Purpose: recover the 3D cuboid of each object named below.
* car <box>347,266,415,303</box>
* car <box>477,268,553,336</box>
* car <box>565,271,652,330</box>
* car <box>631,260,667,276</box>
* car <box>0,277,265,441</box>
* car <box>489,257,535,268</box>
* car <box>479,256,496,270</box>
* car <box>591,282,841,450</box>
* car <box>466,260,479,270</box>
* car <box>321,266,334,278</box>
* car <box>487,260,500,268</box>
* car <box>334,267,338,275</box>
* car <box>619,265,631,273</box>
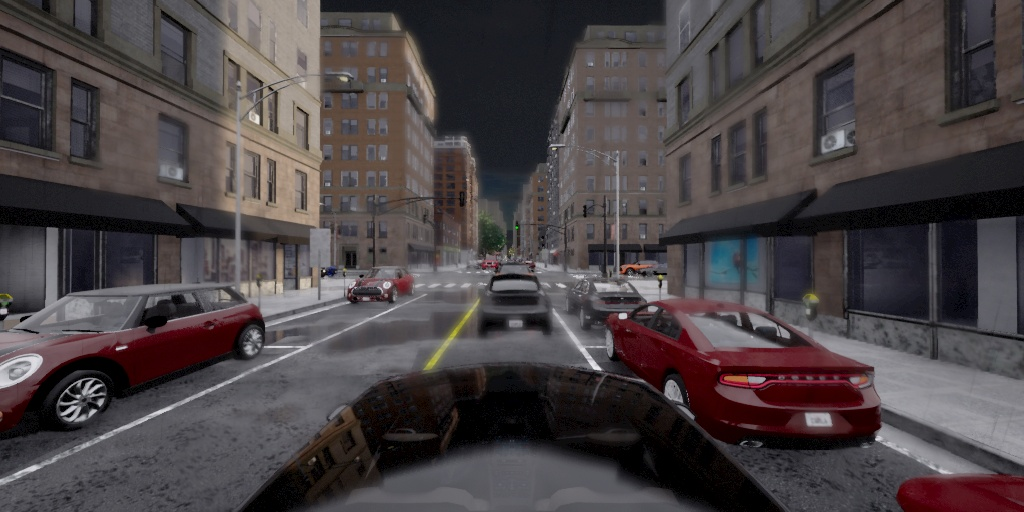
[{"bbox_3d":[-5.834,1.195,16.348,1.967,1.591,4.097,0,0,0],"label":"car"},{"bbox_3d":[0.056,1.258,10.398,1.837,1.490,4.892,0,0,-1],"label":"car"},{"bbox_3d":[2.683,1.303,10.846,2.007,1.370,4.403,0,0,0],"label":"car"},{"bbox_3d":[15.191,1.395,35.961,5.357,1.411,2.033,0,0,0],"label":"car"},{"bbox_3d":[-5.852,1.190,5.361,1.967,1.591,4.097,0,0,0],"label":"car"},{"bbox_3d":[0.110,1.108,18.801,2.097,1.767,4.553,0,0,0],"label":"car"},{"bbox_3d":[-3.131,1.013,52.607,2.150,2.045,5.566,0,0,0],"label":"car"},{"bbox_3d":[2.675,1.296,5.355,1.888,1.381,4.507,0,0,0],"label":"car"},{"bbox_3d":[-5.906,1.345,54.709,2.007,1.370,4.403,0,0,0],"label":"car"},{"bbox_3d":[-18.019,0.869,29.117,5.566,2.045,2.150,0,0,0],"label":"car"},{"bbox_3d":[-3.186,1.360,62.936,2.033,1.411,5.357,0,0,0],"label":"car"},{"bbox_3d":[-18.409,1.150,32.372,5.008,1.535,1.882,0,0,0],"label":"car"},{"bbox_3d":[14.026,1.221,39.222,4.553,1.767,2.097,0,0,0],"label":"car"}]
